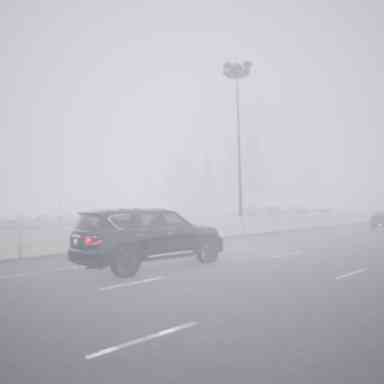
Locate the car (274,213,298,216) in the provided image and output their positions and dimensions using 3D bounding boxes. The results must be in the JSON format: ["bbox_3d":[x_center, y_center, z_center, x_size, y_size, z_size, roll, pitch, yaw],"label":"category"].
[{"bbox_3d":[12.859,2.623,41.548,4.553,1.767,2.097,1,-3,-39],"label":"car"}]

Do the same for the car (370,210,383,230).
[{"bbox_3d":[15.281,2.131,25.316,4.892,1.490,1.837,1,-3,-39],"label":"car"}]

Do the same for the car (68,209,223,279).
[{"bbox_3d":[-1.412,1.589,11.664,5.566,2.045,2.150,1,-2,-39],"label":"car"}]

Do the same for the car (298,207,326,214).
[{"bbox_3d":[15.055,2.651,38.818,5.357,1.411,2.033,1,-3,-39],"label":"car"}]

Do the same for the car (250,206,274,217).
[{"bbox_3d":[10.162,2.662,43.871,4.553,1.767,2.097,1,-2,-39],"label":"car"}]
